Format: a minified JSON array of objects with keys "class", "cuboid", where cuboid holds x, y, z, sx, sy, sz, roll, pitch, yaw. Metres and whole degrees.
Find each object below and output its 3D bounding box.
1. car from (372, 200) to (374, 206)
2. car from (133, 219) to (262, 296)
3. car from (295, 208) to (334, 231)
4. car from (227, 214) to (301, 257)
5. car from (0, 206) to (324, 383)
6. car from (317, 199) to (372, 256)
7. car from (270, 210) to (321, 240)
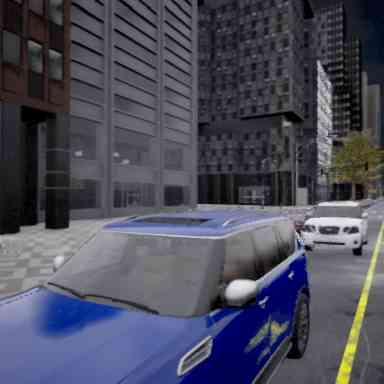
[{"class":"car","cuboid":[36.811,2.448,70.786,2.192,1.841,5.009,0,-1,31]},{"class":"car","cuboid":[0.483,1.695,10.127,1.752,1.417,4.829,0,-1,31]},{"class":"car","cuboid":[9.081,1.935,24.495,1.887,1.381,4.507,0,-1,31]},{"class":"car","cuboid":[3.407,1.789,15.013,1.887,1.381,4.507,0,-1,31]},{"class":"car","cuboid":[-0.129,1.290,3.908,2.150,2.045,5.566,-1,-1,31]},{"class":"car","cuboid":[6.546,1.457,14.859,2.150,2.045,5.566,-1,-1,31]},{"class":"car","cuboid":[6.244,1.861,19.754,1.887,1.381,4.507,0,-1,31]}]
